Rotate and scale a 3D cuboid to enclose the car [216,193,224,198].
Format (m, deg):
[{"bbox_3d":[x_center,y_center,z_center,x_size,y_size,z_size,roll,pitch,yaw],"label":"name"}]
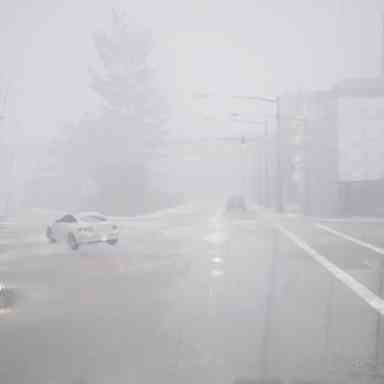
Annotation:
[{"bbox_3d":[7.811,1.186,92.124,2.038,1.542,4.974,-1,0,32],"label":"car"}]

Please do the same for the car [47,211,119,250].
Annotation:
[{"bbox_3d":[-4.844,1.578,14.599,1.812,1.442,4.674,-1,0,-39],"label":"car"}]

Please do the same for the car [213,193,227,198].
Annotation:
[{"bbox_3d":[7.835,1.028,92.168,1.853,1.218,4.536,-1,0,32],"label":"car"}]

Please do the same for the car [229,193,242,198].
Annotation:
[{"bbox_3d":[11.889,0.959,91.368,1.853,1.218,4.536,-1,0,-13],"label":"car"}]

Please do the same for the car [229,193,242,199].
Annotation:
[{"bbox_3d":[11.904,1.117,91.318,2.038,1.542,4.974,-1,0,-13],"label":"car"}]

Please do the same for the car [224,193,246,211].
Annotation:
[{"bbox_3d":[5.107,1.200,38.724,2.097,1.767,4.553,-1,0,7],"label":"car"}]
